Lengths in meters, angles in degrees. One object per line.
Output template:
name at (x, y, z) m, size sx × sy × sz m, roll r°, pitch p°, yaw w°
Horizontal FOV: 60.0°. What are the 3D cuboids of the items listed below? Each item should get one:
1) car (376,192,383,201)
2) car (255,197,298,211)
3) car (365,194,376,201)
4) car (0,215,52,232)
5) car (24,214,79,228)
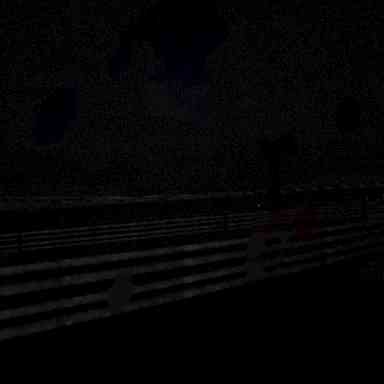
car at (20.094, 0.380, 30.438) m, size 5.566 × 2.045 × 2.150 m, roll -3°, pitch 2°, yaw -20°
car at (8.507, 1.190, 33.586) m, size 4.181 × 1.385 × 1.994 m, roll -3°, pitch 2°, yaw -20°
car at (20.280, 0.663, 34.247) m, size 4.718 × 1.301 × 1.895 m, roll -3°, pitch 2°, yaw -20°
car at (-10.743, 2.350, 18.923) m, size 4.718 × 1.301 × 1.895 m, roll -3°, pitch 2°, yaw -20°
car at (-10.596, 2.221, 22.714) m, size 5.357 × 1.411 × 2.033 m, roll -3°, pitch 2°, yaw -20°
